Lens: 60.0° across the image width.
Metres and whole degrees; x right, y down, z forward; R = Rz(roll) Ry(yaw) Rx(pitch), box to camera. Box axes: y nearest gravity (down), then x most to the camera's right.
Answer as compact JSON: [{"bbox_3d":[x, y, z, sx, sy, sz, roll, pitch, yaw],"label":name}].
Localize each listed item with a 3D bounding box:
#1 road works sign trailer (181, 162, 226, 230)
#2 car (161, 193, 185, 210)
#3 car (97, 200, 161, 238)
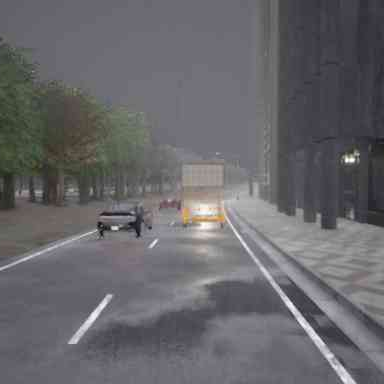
[{"bbox_3d":[0.587,0.153,18.453,2.380,3.560,2.880,0,1,-3],"label":"road works sign trailer"},{"bbox_3d":[-1.962,0.864,33.739,2.097,1.767,4.553,0,1,4],"label":"car"},{"bbox_3d":[-3.000,1.207,15.785,2.128,1.511,4.902,0,1,2],"label":"car"}]
